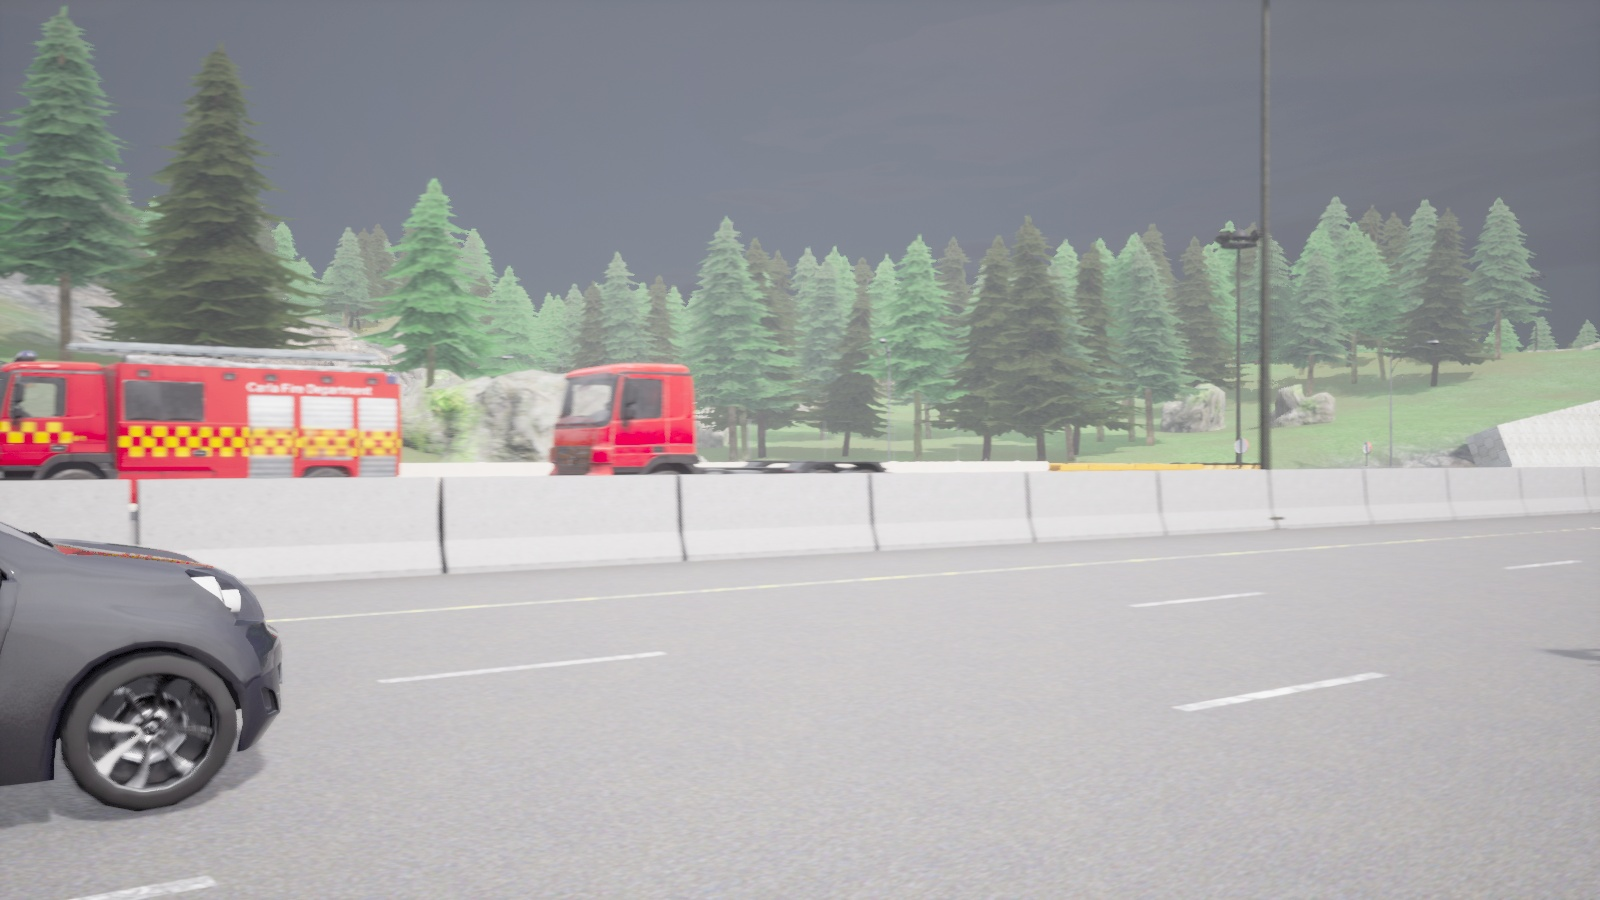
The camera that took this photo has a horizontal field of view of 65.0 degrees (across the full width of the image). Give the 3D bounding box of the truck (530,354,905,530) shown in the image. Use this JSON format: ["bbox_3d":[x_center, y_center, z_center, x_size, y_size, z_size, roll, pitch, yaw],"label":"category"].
[{"bbox_3d":[-1.708,-0.159,28.088,7.936,3.462,2.891,0,0,-33],"label":"truck"}]

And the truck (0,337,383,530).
[{"bbox_3d":[-14.013,-0.320,28.025,8.468,3.827,2.891,0,0,-35],"label":"truck"}]

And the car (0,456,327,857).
[{"bbox_3d":[-4.048,0.780,5.105,3.633,1.501,1.845,0,0,-35],"label":"car"}]
